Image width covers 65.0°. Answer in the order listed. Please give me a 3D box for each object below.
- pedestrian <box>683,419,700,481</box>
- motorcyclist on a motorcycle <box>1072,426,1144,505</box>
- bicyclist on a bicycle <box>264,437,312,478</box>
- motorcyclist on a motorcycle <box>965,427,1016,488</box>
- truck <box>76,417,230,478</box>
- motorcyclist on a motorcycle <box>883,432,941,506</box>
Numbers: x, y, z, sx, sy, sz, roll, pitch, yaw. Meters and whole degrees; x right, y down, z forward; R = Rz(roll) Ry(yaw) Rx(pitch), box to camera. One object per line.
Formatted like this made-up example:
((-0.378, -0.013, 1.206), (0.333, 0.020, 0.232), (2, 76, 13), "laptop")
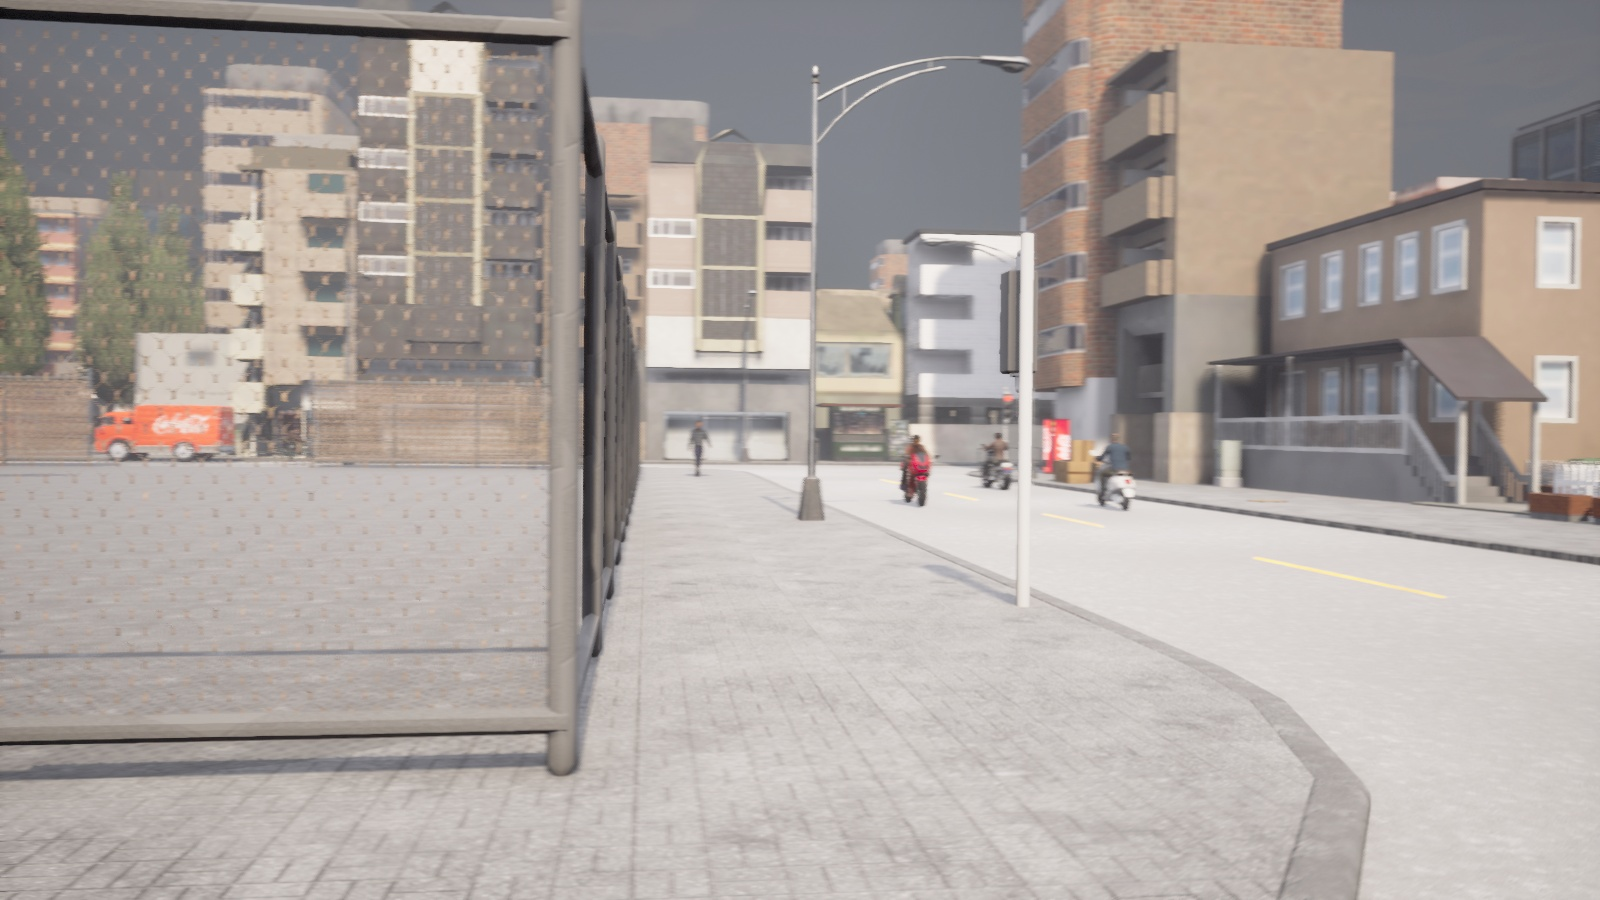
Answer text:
((-3.429, -0.012, 39.711), (0.423, 1.949, 0.788), (-1, 1, -12), "pedestrian")
((6.447, 0.303, 26.377), (0.866, 1.590, 1.817), (-1, 1, -7), "motorcyclist on a motorcycle")
((-20.634, 0.282, 50.636), (1.656, 1.620, 0.582), (0, 1, -7), "bicyclist on a bicycle")
((5.322, 0.187, 35.275), (0.766, 1.649, 2.350), (-1, 1, -8), "motorcyclist on a motorcycle")
((-27.600, -0.121, 53.764), (5.204, 2.467, 2.627), (-1, 1, -7), "truck")
((2.359, 0.375, 26.746), (0.797, 1.523, 2.044), (-1, 1, -7), "motorcyclist on a motorcycle")
